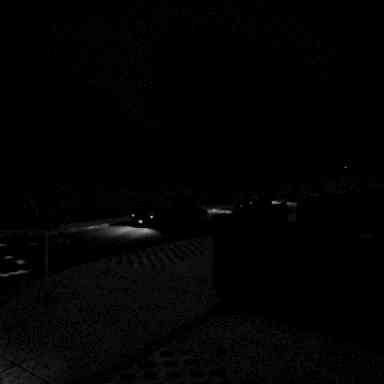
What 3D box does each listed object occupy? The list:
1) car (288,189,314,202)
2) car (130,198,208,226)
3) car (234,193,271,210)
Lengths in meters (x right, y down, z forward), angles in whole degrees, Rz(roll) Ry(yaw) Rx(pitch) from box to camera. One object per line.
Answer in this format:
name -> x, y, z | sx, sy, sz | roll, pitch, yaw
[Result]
car -> 12.975, 0.422, 39.428 | 1.837, 1.490, 4.892 | 0, 1, 36
car -> -1.158, 1.099, 19.651 | 2.033, 1.411, 5.357 | 0, 2, 36
car -> 5.342, 0.787, 28.773 | 1.812, 1.442, 4.674 | 0, 2, 36
